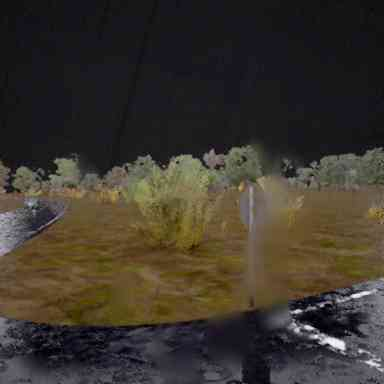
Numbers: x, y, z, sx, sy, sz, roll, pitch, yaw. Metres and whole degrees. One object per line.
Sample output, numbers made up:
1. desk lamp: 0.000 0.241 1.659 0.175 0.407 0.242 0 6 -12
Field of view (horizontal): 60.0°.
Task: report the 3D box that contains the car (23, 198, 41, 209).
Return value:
1. car: -22.382 1.567 46.689 2.128 1.511 4.902 -1 0 -19
